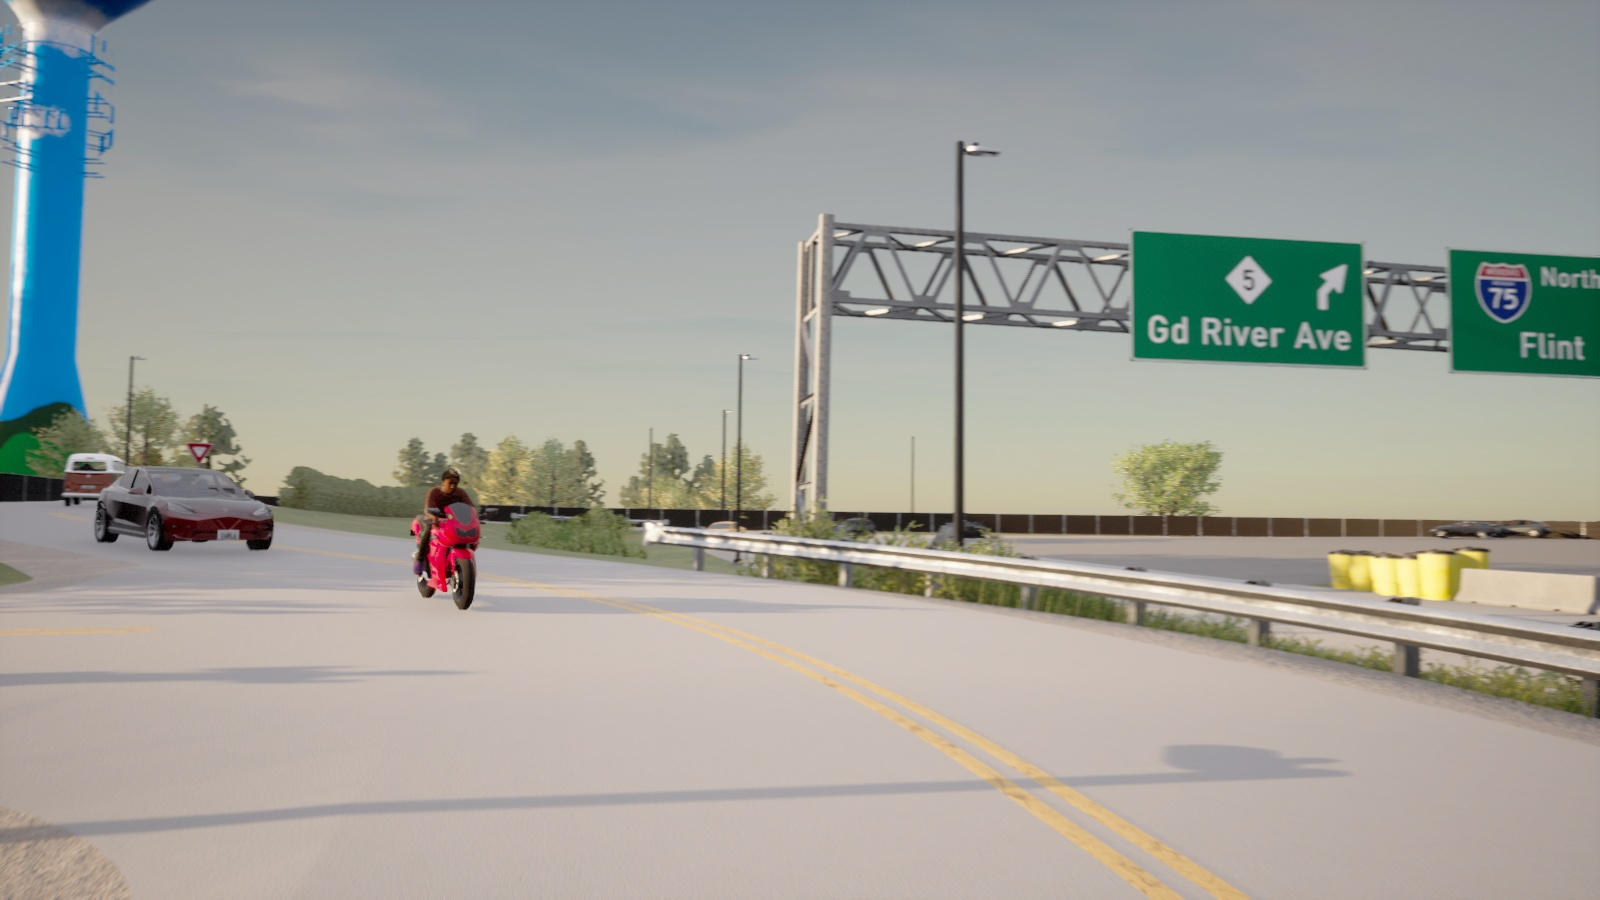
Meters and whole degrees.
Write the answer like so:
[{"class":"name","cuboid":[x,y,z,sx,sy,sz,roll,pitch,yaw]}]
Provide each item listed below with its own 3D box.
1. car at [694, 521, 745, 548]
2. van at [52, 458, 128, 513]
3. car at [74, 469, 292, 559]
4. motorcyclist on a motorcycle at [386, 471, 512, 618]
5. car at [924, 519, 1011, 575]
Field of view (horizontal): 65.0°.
[{"class":"car","cuboid":[-5.111,5.351,80.247,1.882,1.535,5.008,-3,-3,12]},{"class":"van","cuboid":[-27.937,1.393,49.561,2.069,2.038,4.480,1,-2,-23]},{"class":"car","cuboid":[-11.558,1.142,23.367,2.163,1.488,4.792,3,-3,-45]},{"class":"motorcyclist on a motorcycle","cuboid":[-3.994,1.007,14.163,0.797,1.523,2.044,2,-2,-32]},{"class":"car","cuboid":[5.995,3.467,45.532,1.932,1.855,4.605,1,-3,-8]}]
